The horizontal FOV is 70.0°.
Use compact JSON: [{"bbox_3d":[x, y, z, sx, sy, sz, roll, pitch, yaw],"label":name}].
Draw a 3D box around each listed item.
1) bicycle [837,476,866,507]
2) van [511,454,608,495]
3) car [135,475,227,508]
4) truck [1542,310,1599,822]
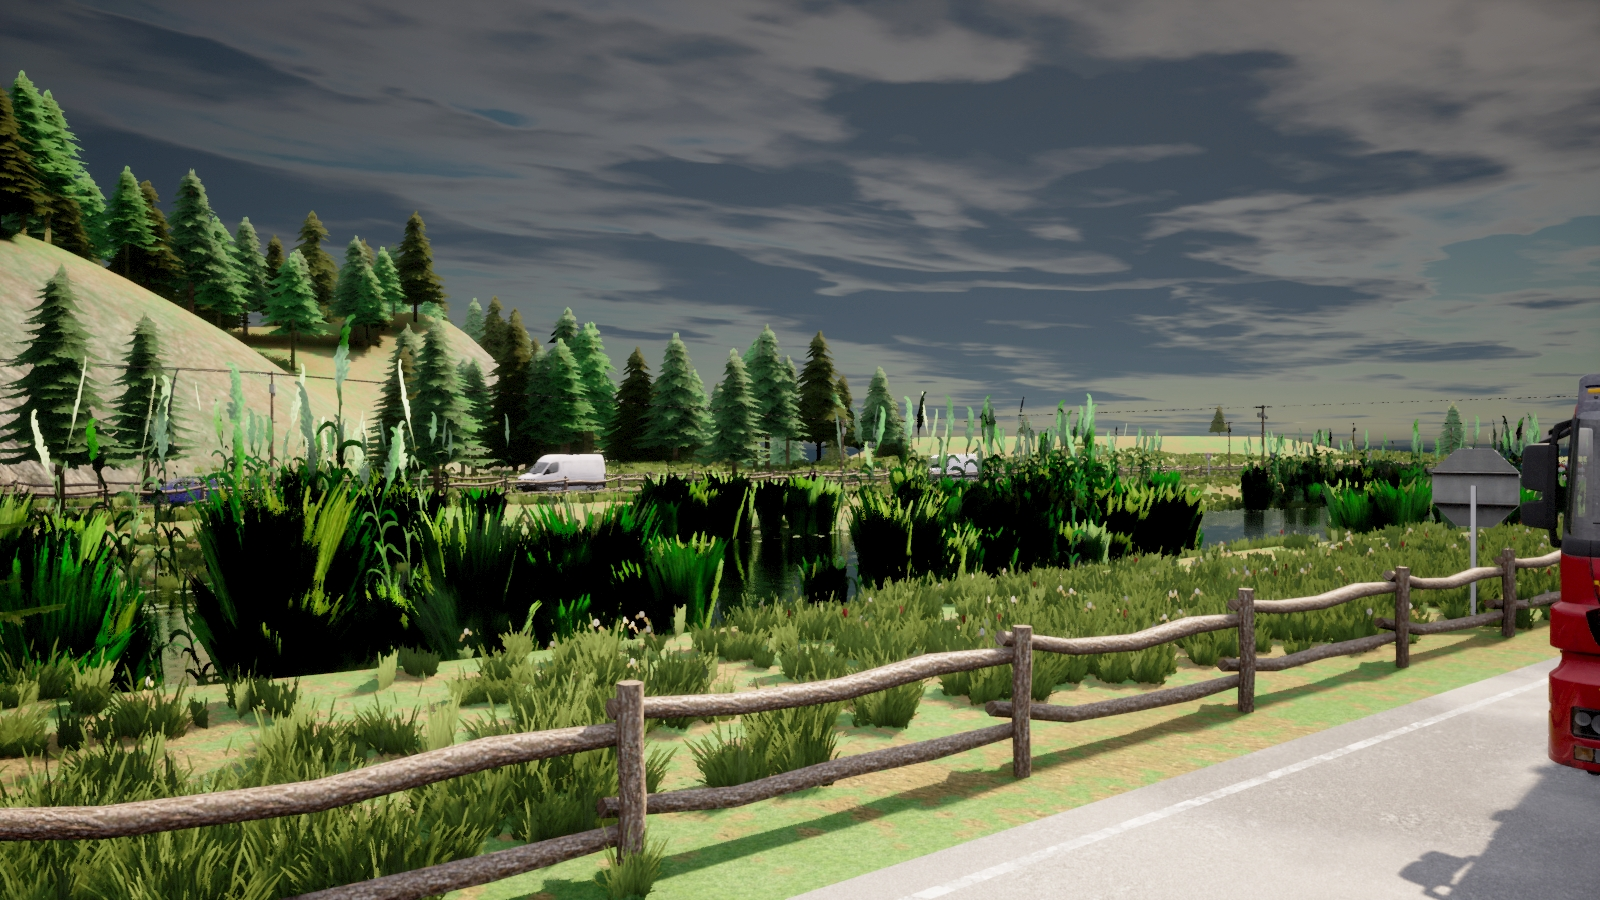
[{"bbox_3d":[2.523,2.029,56.038,1.643,1.496,0.373,0,0,-43],"label":"bicycle"},{"bbox_3d":[-15.391,1.534,73.402,5.915,2.561,1.988,0,0,-44],"label":"van"},{"bbox_3d":[-30.951,2.038,57.151,1.845,1.501,3.633,0,0,42],"label":"car"},{"bbox_3d":[9.616,0.862,10.986,2.891,3.827,8.468,0,0,42],"label":"truck"}]
